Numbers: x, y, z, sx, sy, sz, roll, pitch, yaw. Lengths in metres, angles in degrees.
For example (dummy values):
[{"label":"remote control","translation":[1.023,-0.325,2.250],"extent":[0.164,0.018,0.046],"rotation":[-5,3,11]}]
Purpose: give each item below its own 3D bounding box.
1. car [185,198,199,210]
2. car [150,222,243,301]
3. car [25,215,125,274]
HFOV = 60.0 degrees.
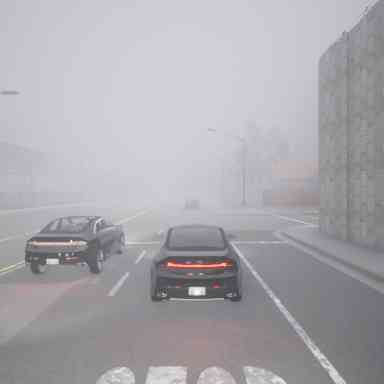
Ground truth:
[{"label":"car","translation":[0.012,1.487,43.781],"extent":[2.128,1.511,4.902],"rotation":[0,0,0]},{"label":"car","translation":[0.085,1.504,8.300],"extent":[1.837,1.490,4.892],"rotation":[0,0,0]},{"label":"car","translation":[-3.421,1.490,10.571],"extent":[2.128,1.511,4.902],"rotation":[0,0,0]}]
